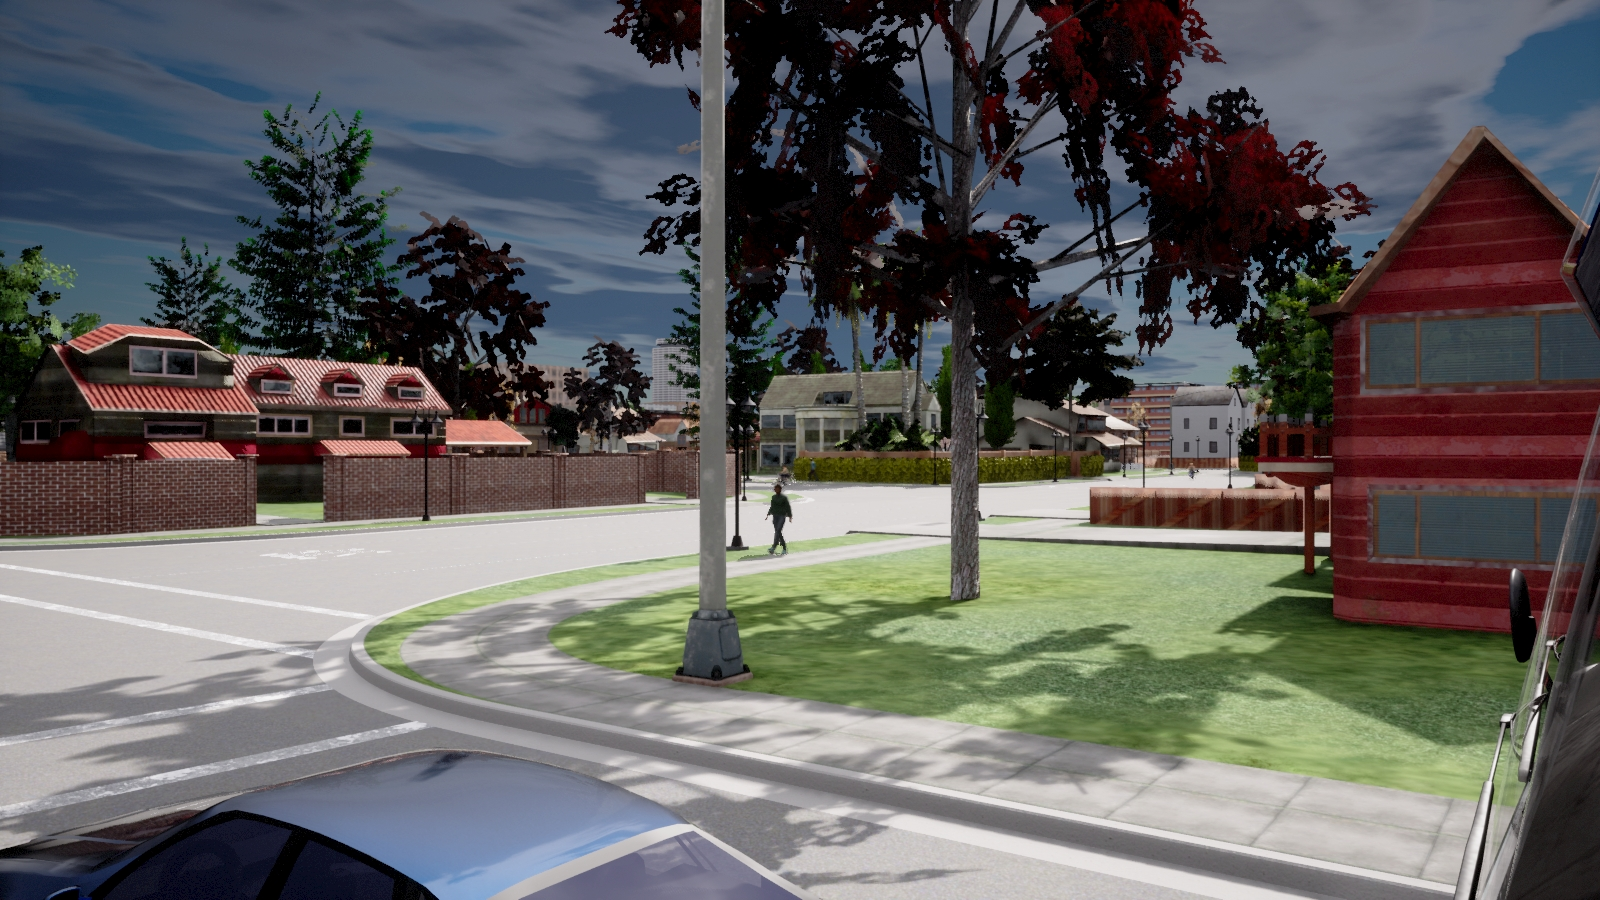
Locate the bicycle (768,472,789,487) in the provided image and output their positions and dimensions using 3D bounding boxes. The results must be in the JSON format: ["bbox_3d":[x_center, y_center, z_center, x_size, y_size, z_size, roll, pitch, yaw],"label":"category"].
[{"bbox_3d":[-1.614,2.256,86.653,0.859,1.080,1.487,0,0,34],"label":"bicycle"}]

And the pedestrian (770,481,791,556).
[{"bbox_3d":[-0.481,1.704,28.572,0.375,1.860,0.375,0,0,35],"label":"pedestrian"}]

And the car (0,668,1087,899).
[{"bbox_3d":[-1.713,2.106,4.943,5.357,1.411,2.033,0,0,36],"label":"car"}]
